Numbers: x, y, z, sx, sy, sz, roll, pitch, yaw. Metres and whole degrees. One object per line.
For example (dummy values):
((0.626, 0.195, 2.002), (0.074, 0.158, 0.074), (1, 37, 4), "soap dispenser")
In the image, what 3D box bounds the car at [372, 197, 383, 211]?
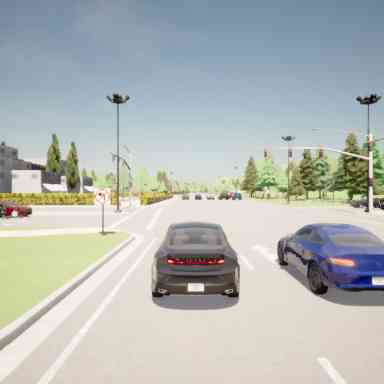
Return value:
((24.349, 1.222, 38.122), (5.566, 2.045, 2.150), (0, 0, -1), "car")

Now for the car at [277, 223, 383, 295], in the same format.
((3.585, 1.526, 8.626), (1.812, 1.442, 4.674), (0, 0, 0), "car")

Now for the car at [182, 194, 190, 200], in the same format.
((-1.760, 1.516, 91.360), (2.128, 1.511, 4.902), (0, 0, 0), "car")

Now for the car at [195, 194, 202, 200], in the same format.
((1.742, 1.470, 91.764), (1.882, 1.535, 5.008), (0, 0, 0), "car")

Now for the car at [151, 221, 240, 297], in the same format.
((0.080, 1.505, 8.538), (1.837, 1.490, 4.892), (0, 0, 0), "car")

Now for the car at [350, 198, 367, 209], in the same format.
((24.009, 1.504, 45.117), (4.892, 1.490, 1.837), (0, 0, -1), "car")

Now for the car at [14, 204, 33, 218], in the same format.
((-16.778, 1.477, 29.408), (5.008, 1.535, 1.882), (0, 0, -1), "car")

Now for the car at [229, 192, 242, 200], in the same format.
((12.239, 1.216, 90.923), (2.150, 2.045, 5.566), (0, 0, 0), "car")

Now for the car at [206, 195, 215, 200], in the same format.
((5.243, 1.588, 92.199), (1.895, 1.301, 4.718), (0, 0, 0), "car")

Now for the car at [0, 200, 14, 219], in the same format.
((-17.463, 1.218, 25.899), (5.566, 2.045, 2.150), (0, 0, -1), "car")

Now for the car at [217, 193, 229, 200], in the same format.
((8.740, 1.216, 91.353), (2.150, 2.045, 5.566), (0, 0, 0), "car")
